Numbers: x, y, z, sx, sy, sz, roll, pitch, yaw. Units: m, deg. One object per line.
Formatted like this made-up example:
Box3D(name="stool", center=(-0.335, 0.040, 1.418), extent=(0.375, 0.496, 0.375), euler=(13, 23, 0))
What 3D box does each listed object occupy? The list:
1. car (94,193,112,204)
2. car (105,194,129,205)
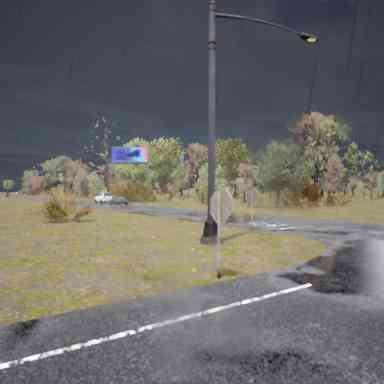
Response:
Box3D(name="car", center=(-16.191, 1.132, 61.032), extent=(2.150, 2.045, 5.566), euler=(0, 0, -34))
Box3D(name="car", center=(-12.181, 1.471, 55.094), extent=(2.033, 1.411, 5.357), euler=(0, 0, -33))
